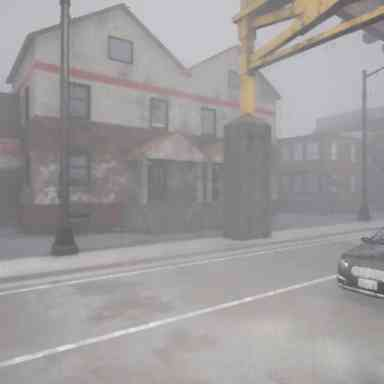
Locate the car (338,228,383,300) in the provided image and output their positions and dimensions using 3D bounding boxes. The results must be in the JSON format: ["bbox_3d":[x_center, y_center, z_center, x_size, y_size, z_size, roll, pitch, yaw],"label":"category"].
[{"bbox_3d":[5.365,1.469,7.798,4.902,1.511,2.128,-1,1,-35],"label":"car"}]
